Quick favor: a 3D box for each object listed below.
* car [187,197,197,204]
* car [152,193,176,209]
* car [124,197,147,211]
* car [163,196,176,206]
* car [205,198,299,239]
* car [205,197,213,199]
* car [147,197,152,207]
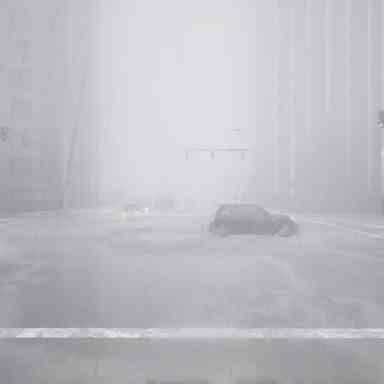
[{"bbox_3d":[-0.067,1.601,65.539,1.895,1.301,4.718,0,0,0],"label":"car"},{"bbox_3d":[-3.644,1.221,44.346,2.150,2.045,5.566,0,0,0],"label":"car"},{"bbox_3d":[-7.141,1.477,41.252,1.882,1.535,5.008,0,0,0],"label":"car"},{"bbox_3d":[-3.636,1.477,54.342,1.882,1.535,5.008,0,0,0],"label":"car"},{"bbox_3d":[3.047,1.352,16.969,4.553,1.767,2.097,0,0,-1],"label":"car"},{"bbox_3d":[3.433,1.601,65.003,1.895,1.301,4.718,0,0,0],"label":"car"},{"bbox_3d":[-7.139,1.491,50.739,2.128,1.511,4.902,0,0,0],"label":"car"}]
